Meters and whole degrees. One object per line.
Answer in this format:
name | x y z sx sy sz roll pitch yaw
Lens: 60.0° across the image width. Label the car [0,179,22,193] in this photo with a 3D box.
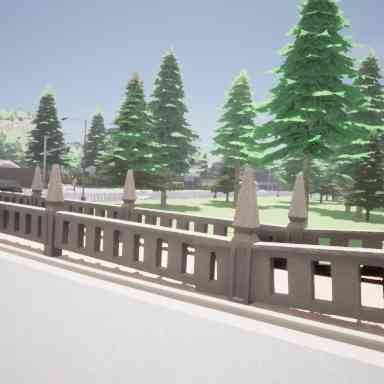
car | -21.493 -0.578 36.838 2.097 1.767 4.553 4 2 37
